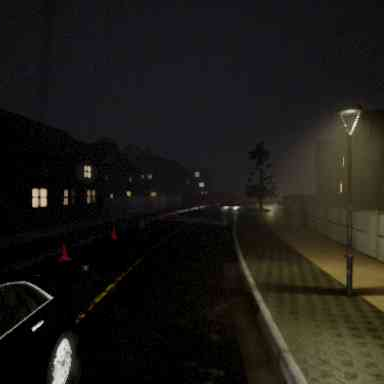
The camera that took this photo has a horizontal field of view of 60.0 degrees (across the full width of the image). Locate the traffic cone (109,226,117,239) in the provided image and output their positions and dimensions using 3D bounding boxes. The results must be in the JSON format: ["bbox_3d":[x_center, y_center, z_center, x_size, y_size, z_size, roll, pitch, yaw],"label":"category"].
[{"bbox_3d":[-3.759,1.945,16.011,0.340,0.580,0.340,0,0,6],"label":"traffic cone"}]

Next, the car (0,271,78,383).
[{"bbox_3d":[-2.371,1.508,2.307,1.837,1.490,4.892,0,0,1],"label":"car"}]

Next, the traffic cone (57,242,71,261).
[{"bbox_3d":[-4.212,1.955,10.953,0.340,0.580,0.340,0,0,4],"label":"traffic cone"}]

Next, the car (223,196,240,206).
[{"bbox_3d":[6.037,1.356,50.079,1.812,1.442,4.674,0,0,19],"label":"car"}]

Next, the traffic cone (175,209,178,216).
[{"bbox_3d":[-1.432,1.894,31.065,0.340,0.580,0.340,0,0,12],"label":"traffic cone"}]
